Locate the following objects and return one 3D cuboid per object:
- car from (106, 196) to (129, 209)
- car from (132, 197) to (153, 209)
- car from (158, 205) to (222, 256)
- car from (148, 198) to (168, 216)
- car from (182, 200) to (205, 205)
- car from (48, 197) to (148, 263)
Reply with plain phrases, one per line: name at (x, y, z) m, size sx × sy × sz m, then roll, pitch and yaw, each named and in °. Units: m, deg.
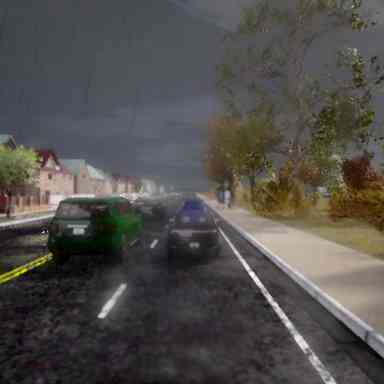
car at (-9.814, 1.400, 43.938) m, size 1.882 × 1.535 × 5.008 m, roll 0°, pitch 0°, yaw 0°
car at (-6.563, 1.412, 44.482) m, size 2.128 × 1.511 × 4.902 m, roll 0°, pitch 0°, yaw 0°
car at (0.090, 1.464, 12.957) m, size 2.128 × 1.511 × 4.902 m, roll 0°, pitch 0°, yaw 0°
car at (-3.152, 1.438, 28.208) m, size 2.128 × 1.511 × 4.902 m, roll 0°, pitch 0°, yaw 0°
car at (0.105, 1.421, 29.882) m, size 1.882 × 1.535 × 5.008 m, roll 0°, pitch 0°, yaw 0°
car at (-3.161, 1.195, 12.002) m, size 2.150 × 2.045 × 5.566 m, roll 0°, pitch 0°, yaw 0°
